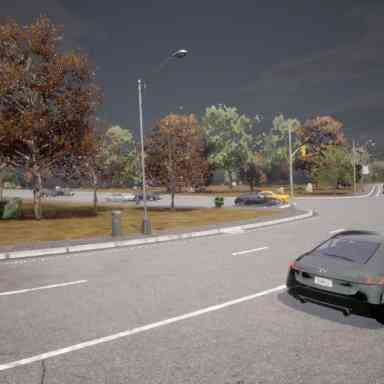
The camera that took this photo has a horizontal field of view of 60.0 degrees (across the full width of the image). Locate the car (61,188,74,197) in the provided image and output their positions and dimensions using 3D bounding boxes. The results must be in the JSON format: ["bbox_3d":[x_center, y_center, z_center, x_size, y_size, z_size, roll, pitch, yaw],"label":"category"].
[{"bbox_3d":[-22.751,0.001,58.482,4.902,1.511,2.128,2,4,32],"label":"car"}]

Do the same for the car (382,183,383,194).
[{"bbox_3d":[29.724,-0.835,49.634,2.150,2.045,5.566,-1,2,31],"label":"car"}]

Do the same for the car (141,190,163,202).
[{"bbox_3d":[-6.385,0.567,47.842,4.892,1.490,1.837,1,4,33],"label":"car"}]

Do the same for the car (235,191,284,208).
[{"bbox_3d":[6.810,0.836,35.166,4.674,1.442,1.812,-1,2,33],"label":"car"}]

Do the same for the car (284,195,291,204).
[{"bbox_3d":[8.878,0.619,37.986,5.008,1.535,1.882,-1,2,33],"label":"car"}]

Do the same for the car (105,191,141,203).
[{"bbox_3d":[-9.773,0.794,45.871,4.718,1.301,1.895,2,4,33],"label":"car"}]

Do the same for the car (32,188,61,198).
[{"bbox_3d":[-24.633,0.201,55.538,4.892,1.490,1.837,2,4,32],"label":"car"}]

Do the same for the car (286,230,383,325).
[{"bbox_3d":[3.890,1.516,7.068,4.181,1.385,1.994,-1,0,-38],"label":"car"}]
